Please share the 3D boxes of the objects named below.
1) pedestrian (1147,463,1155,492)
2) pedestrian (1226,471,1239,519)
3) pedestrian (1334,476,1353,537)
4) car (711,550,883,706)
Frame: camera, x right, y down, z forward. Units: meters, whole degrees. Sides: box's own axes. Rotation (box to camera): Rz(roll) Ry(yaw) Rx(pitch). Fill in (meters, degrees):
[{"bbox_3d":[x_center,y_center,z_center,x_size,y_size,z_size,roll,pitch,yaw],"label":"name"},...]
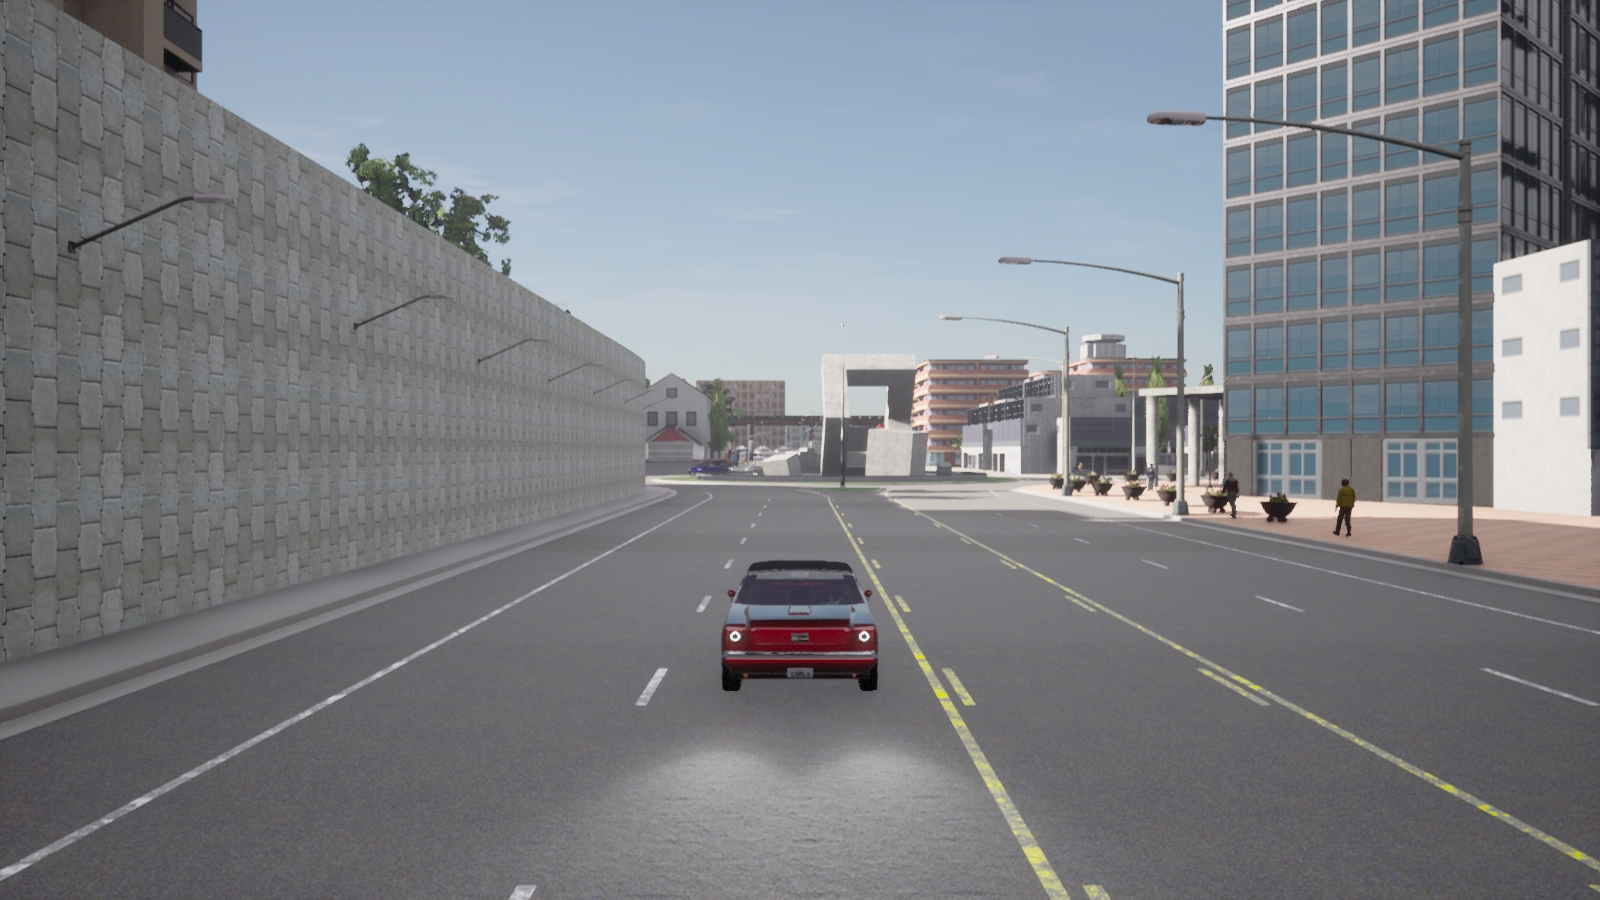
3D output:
[{"bbox_3d":[22.739,1.760,74.059,0.375,1.860,0.375,0,0,36],"label":"pedestrian"},{"bbox_3d":[16.591,1.725,43.858,0.375,1.860,0.375,0,0,1],"label":"pedestrian"},{"bbox_3d":[16.542,1.718,34.781,0.375,1.860,0.375,0,0,0],"label":"pedestrian"},{"bbox_3d":[-0.034,2.165,14.936,1.895,1.301,4.718,0,0,0],"label":"car"}]
